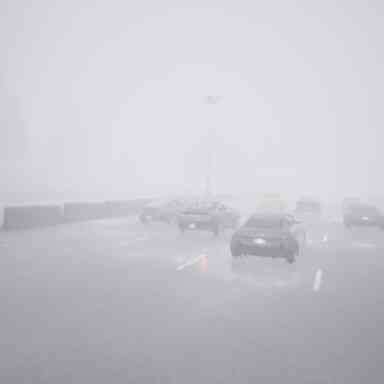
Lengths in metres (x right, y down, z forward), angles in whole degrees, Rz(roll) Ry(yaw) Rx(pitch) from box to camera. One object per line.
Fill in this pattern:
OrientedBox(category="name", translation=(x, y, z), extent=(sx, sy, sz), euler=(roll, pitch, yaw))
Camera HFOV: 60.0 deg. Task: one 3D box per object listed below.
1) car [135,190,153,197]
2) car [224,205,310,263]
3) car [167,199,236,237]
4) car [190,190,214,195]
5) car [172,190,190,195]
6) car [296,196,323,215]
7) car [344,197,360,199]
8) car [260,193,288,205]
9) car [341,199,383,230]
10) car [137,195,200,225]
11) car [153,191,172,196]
OrientedBox(category="car", translation=(-7.931, 0.361, 57.797), extent=(1.895, 1.301, 4.718), euler=(1, 1, 24))
OrientedBox(category="car", translation=(2.774, 1.379, 11.521), extent=(1.994, 1.385, 4.181), euler=(1, 1, 23))
OrientedBox(category="car", translation=(0.981, 1.189, 16.196), extent=(2.128, 1.511, 4.902), euler=(1, 1, 23))
OrientedBox(category="car", translation=(2.034, 0.461, 54.424), extent=(2.128, 1.511, 4.902), euler=(1, 1, 24))
OrientedBox(category="car", translation=(-1.011, 0.396, 56.191), extent=(1.837, 1.490, 4.892), euler=(1, 1, 24))
OrientedBox(category="car", translation=(10.086, 1.068, 28.483), extent=(1.882, 1.535, 5.008), euler=(1, 1, 23))
OrientedBox(category="car", translation=(15.281, 1.150, 31.755), extent=(2.033, 1.411, 5.357), euler=(1, 1, 24))
OrientedBox(category="car", translation=(8.101, 0.831, 32.712), extent=(2.097, 1.767, 4.553), euler=(1, 1, 23))
OrientedBox(category="car", translation=(9.927, 1.330, 19.329), extent=(1.994, 1.385, 4.181), euler=(1, 1, 24))
OrientedBox(category="car", translation=(-1.348, 1.123, 19.637), extent=(1.812, 1.442, 4.674), euler=(1, 1, 23))
OrientedBox(category="car", translation=(-4.224, 0.419, 57.561), extent=(1.895, 1.301, 4.718), euler=(1, 1, 24))
